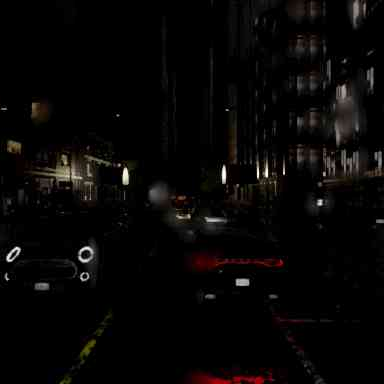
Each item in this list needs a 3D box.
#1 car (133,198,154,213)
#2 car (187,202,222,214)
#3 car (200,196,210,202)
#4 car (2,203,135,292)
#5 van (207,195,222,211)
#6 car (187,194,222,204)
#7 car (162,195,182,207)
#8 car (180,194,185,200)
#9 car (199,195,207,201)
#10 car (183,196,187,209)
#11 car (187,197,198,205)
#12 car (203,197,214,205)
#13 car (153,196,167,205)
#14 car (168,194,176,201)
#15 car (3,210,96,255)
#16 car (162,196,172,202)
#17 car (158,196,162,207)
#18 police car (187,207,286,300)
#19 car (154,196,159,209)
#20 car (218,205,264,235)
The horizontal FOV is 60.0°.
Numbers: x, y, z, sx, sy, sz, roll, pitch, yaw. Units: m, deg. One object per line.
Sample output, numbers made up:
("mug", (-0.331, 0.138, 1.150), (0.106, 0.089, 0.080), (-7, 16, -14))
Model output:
("car", (-5.624, 1.555, 36.031), (2.008, 1.369, 4.403), (0, 0, 0))
("car", (0.813, 1.504, 18.467), (1.837, 1.490, 4.892), (0, 0, 0))
("car", (2.832, 1.580, 74.687), (2.008, 1.369, 4.403), (0, 0, 0))
("car", (-3.084, 1.351, 9.095), (2.097, 1.767, 4.553), (0, 0, 0))
("van", (2.765, 1.348, 41.542), (1.690, 1.788, 3.998), (0, 0, 0))
("car", (0.948, 1.225, 24.496), (2.150, 2.045, 5.566), (0, 0, 0))
("car", (-2.997, 1.561, 51.217), (2.033, 1.411, 5.357), (0, 0, 0))
("car", (-2.816, 1.397, 93.933), (2.097, 1.767, 4.553), (0, 0, 0))
("car", (2.854, 1.564, 85.905), (1.752, 1.417, 4.829), (0, 0, 0))
("car", (0.106, 1.514, 45.725), (1.837, 1.490, 4.892), (0, 0, 0))
("car", (0.115, 1.582, 58.914), (1.994, 1.385, 4.181), (0, 0, 0))
("car", (2.800, 1.543, 58.284), (1.752, 1.417, 4.829), (0, 0, 0))
("car", (-5.581, 1.458, 58.127), (1.967, 1.590, 4.097), (0, 0, 0))
("car", (-5.516, 1.483, 91.272), (1.967, 1.590, 4.097), (0, 0, 0))
("car", (-5.667, 1.550, 13.935), (2.008, 1.369, 4.403), (0, 0, 0))
("car", (-5.548, 1.611, 74.700), (1.802, 1.307, 4.206), (0, 0, 0))
("car", (-5.591, 1.580, 52.603), (1.947, 1.339, 4.313), (0, 0, 0))
("police car", (0.916, 1.425, 8.577), (1.930, 1.638, 5.238), (0, 0, 0))
("car", (-5.613, 1.552, 41.555), (1.887, 1.381, 4.507), (0, 0, 0))
("car", (2.724, 1.550, 19.445), (2.008, 1.369, 4.403), (0, 0, 0))
